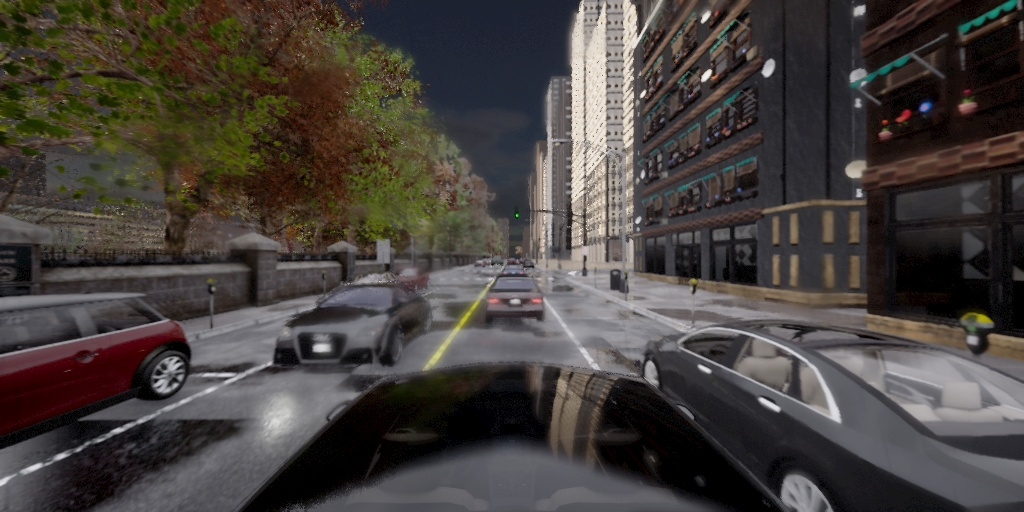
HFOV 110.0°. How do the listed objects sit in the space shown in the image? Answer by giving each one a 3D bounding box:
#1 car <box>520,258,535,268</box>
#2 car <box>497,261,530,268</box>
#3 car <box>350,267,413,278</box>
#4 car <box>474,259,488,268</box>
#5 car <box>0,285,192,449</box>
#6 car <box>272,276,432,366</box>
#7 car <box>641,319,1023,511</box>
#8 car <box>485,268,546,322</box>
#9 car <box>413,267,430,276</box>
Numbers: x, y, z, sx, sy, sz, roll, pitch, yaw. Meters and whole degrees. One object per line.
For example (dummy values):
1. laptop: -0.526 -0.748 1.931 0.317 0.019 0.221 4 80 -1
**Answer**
1. car: 2.688 1.359 58.050 1.948 1.339 4.313 0 0 0
2. car: 0.099 1.311 28.430 2.033 1.411 5.357 0 0 0
3. car: -5.769 1.305 14.592 2.007 1.370 4.403 0 0 0
4. car: -5.693 1.383 63.682 1.802 1.307 4.207 0 0 0
5. car: -5.692 1.190 3.516 1.967 1.591 4.097 0 0 0
6. car: -3.098 1.316 7.838 1.994 1.385 4.181 0 0 0
7. car: 2.688 1.301 3.518 2.007 1.370 4.403 0 0 0
8. car: 0.100 1.301 12.291 2.033 1.411 5.357 0 0 0
9. car: -5.821 1.303 20.132 1.888 1.381 4.507 0 0 0
